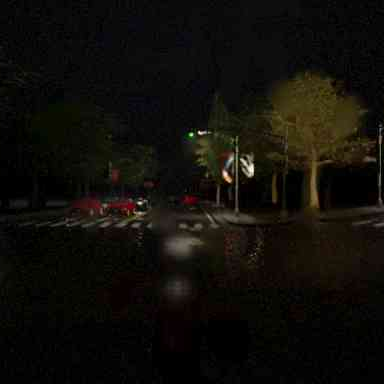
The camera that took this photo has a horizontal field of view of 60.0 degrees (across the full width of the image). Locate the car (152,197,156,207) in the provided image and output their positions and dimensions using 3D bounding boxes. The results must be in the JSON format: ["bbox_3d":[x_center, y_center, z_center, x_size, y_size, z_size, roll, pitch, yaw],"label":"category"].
[{"bbox_3d":[-6.602,1.523,51.305,1.837,1.490,4.892,1,0,0],"label":"car"}]

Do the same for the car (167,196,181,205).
[{"bbox_3d":[-3.372,1.459,60.519,2.097,1.767,4.553,1,0,0],"label":"car"}]

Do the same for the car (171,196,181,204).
[{"bbox_3d":[-3.396,1.642,70.577,1.837,1.490,4.892,1,0,0],"label":"car"}]

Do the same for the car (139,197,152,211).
[{"bbox_3d":[-6.587,1.512,41.059,2.033,1.411,5.357,1,0,0],"label":"car"}]

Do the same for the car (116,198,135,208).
[{"bbox_3d":[-9.850,1.575,49.668,1.895,1.301,4.718,1,0,0],"label":"car"}]

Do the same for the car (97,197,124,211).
[{"bbox_3d":[-9.839,1.419,40.633,2.128,1.511,4.902,1,0,0],"label":"car"}]

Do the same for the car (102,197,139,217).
[{"bbox_3d":[-6.556,1.405,31.134,1.882,1.535,5.008,1,0,0],"label":"car"}]

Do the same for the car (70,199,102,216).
[{"bbox_3d":[-9.806,1.370,31.127,1.882,1.535,5.008,1,0,0],"label":"car"}]

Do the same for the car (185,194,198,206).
[{"bbox_3d":[-0.120,1.362,60.196,2.150,2.045,5.566,1,0,0],"label":"car"}]
